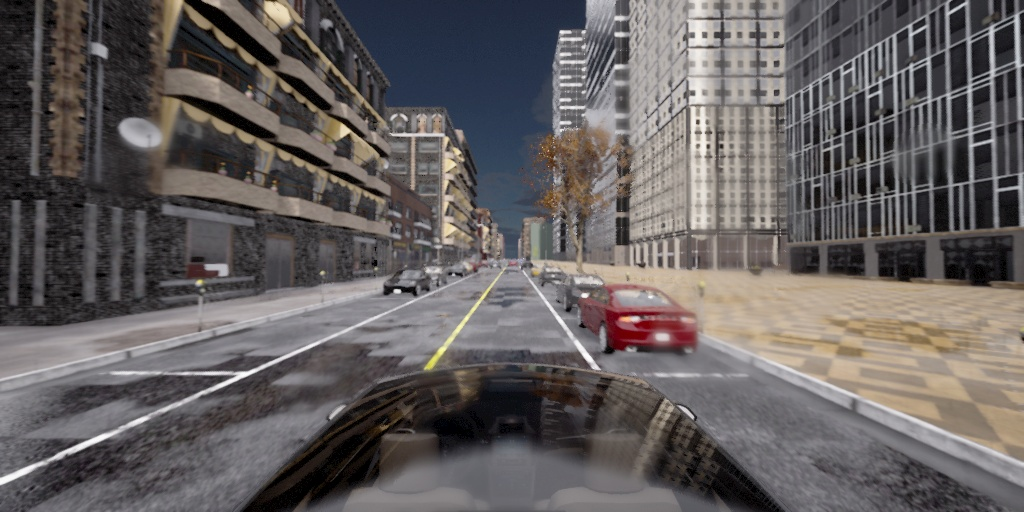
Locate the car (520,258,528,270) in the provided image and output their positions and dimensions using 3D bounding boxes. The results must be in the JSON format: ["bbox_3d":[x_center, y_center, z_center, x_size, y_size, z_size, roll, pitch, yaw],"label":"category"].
[{"bbox_3d":[2.532,1.505,60.489,1.837,1.490,4.892,0,0,0],"label":"car"}]

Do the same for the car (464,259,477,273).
[{"bbox_3d":[-5.572,1.425,41.949,1.751,1.417,4.829,0,0,0],"label":"car"}]

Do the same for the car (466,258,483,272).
[{"bbox_3d":[-5.554,1.238,47.690,2.192,1.841,5.009,0,0,0],"label":"car"}]

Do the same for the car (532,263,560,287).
[{"bbox_3d":[2.756,1.403,25.383,2.007,1.370,4.403,0,0,0],"label":"car"}]

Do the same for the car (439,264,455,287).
[{"bbox_3d":[-5.625,1.380,25.411,2.007,1.370,4.403,0,0,0],"label":"car"}]

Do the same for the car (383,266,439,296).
[{"bbox_3d":[-5.642,1.373,19.842,1.948,1.339,4.313,0,0,0],"label":"car"}]

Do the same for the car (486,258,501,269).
[{"bbox_3d":[-2.848,1.492,62.795,2.128,1.511,4.902,0,0,1],"label":"car"}]

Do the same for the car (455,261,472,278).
[{"bbox_3d":[-5.590,1.442,36.551,1.948,1.339,4.313,0,0,0],"label":"car"}]

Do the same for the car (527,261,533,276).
[{"bbox_3d":[2.792,1.424,36.693,1.751,1.417,4.829,0,0,0],"label":"car"}]

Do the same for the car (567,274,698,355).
[{"bbox_3d":[2.703,1.330,8.674,1.888,1.381,4.507,0,0,0],"label":"car"}]

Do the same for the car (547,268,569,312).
[{"bbox_3d":[2.721,1.358,14.244,2.007,1.370,4.403,0,0,0],"label":"car"}]
